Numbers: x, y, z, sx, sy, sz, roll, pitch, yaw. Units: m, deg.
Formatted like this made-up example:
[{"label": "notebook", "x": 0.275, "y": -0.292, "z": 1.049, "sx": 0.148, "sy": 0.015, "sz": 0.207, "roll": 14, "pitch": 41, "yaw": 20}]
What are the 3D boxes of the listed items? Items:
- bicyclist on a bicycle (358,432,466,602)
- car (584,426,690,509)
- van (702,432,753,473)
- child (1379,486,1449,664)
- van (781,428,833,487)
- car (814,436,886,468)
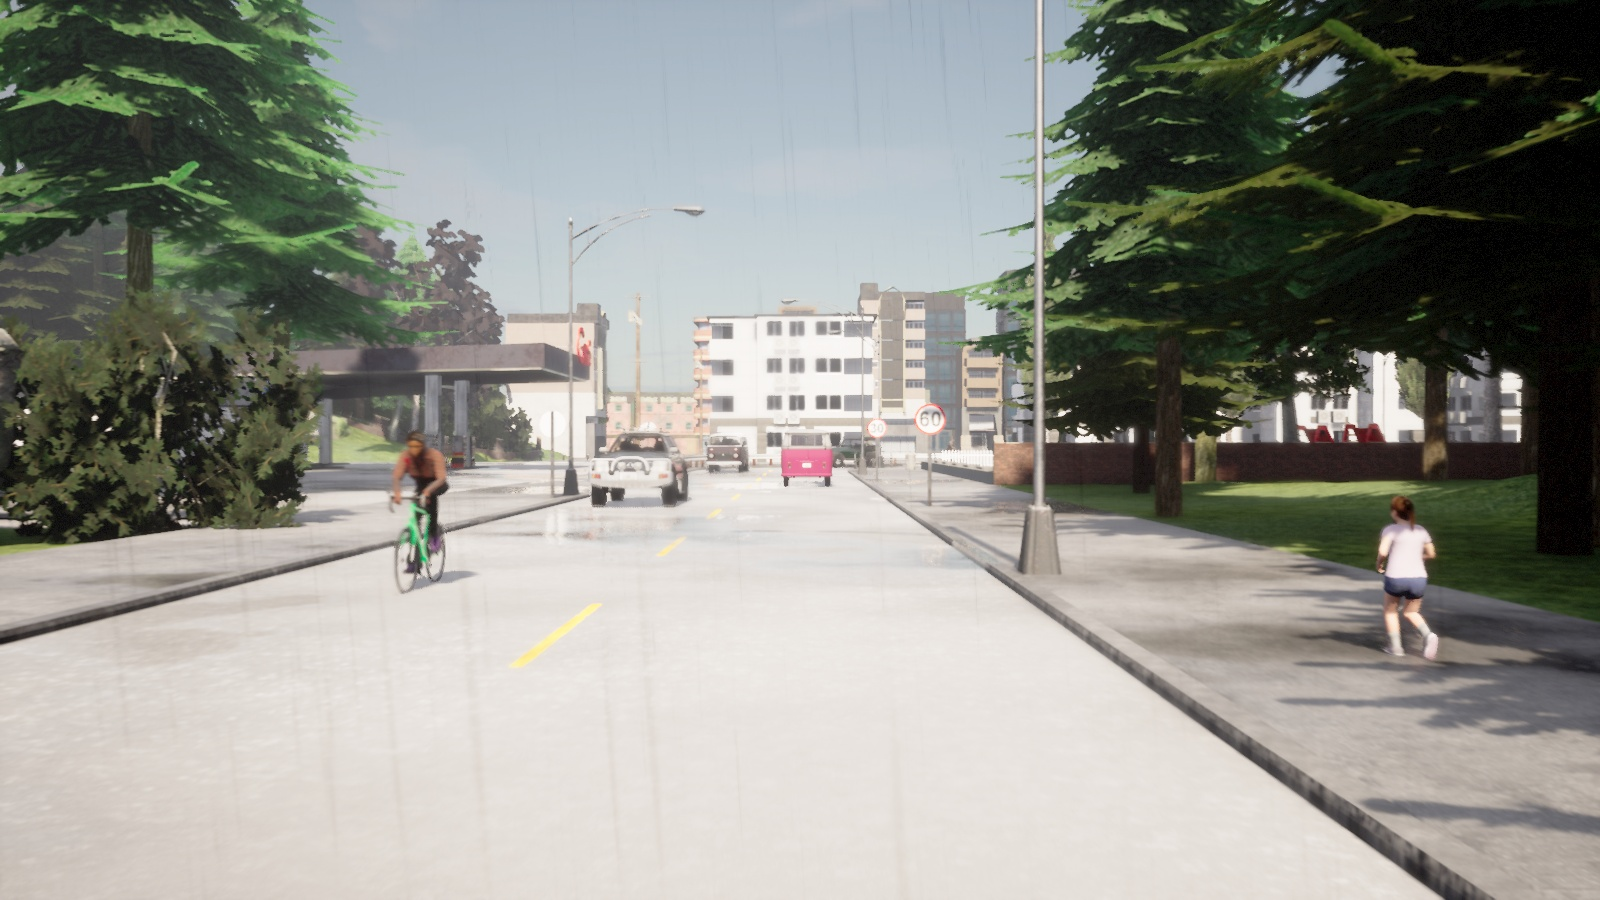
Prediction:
[{"label": "bicyclist on a bicycle", "x": -3.912, "y": 0.624, "z": 12.780, "sx": 0.582, "sy": 1.620, "sz": 1.656, "roll": 0, "pitch": 1, "yaw": 0}, {"label": "car", "x": -3.824, "y": 0.392, "z": 30.153, "sx": 1.932, "sy": 1.855, "sz": 4.605, "roll": 0, "pitch": 0, "yaw": 0}, {"label": "van", "x": -3.631, "y": 0.110, "z": 63.405, "sx": 2.069, "sy": 2.038, "sz": 4.480, "roll": 0, "pitch": 0, "yaw": 3}, {"label": "child", "x": 3.958, "y": 0.794, "z": 8.106, "sx": 0.255, "sy": 1.110, "sz": 0.394, "roll": 0, "pitch": 0, "yaw": 1}, {"label": "van", "x": 0.240, "y": 0.247, "z": 44.661, "sx": 1.775, "sy": 1.987, "sz": 4.442, "roll": 0, "pitch": 0, "yaw": 0}, {"label": "car", "x": 3.019, "y": 0.118, "z": 76.041, "sx": 3.866, "sy": 1.878, "sz": 1.905, "roll": 0, "pitch": 0, "yaw": -23}]
